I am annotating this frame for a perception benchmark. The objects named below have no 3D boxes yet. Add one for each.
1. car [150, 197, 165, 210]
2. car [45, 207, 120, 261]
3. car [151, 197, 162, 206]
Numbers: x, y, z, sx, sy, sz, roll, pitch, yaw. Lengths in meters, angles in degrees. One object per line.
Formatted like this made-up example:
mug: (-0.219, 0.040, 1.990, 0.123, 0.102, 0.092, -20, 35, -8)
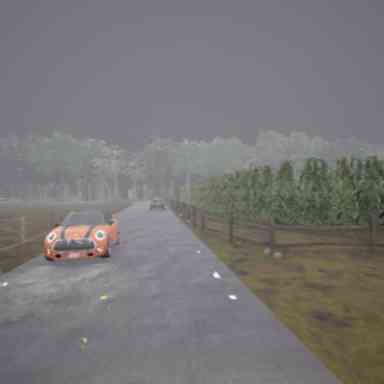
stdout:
car: (-4.817, 1.643, 46.124, 2.128, 1.511, 4.902, -2, 0, -7)
car: (-4.075, 1.473, 12.983, 2.097, 1.767, 4.553, -2, 0, -6)
car: (-6.628, 1.728, 61.751, 1.837, 1.490, 4.892, -2, 0, -6)
